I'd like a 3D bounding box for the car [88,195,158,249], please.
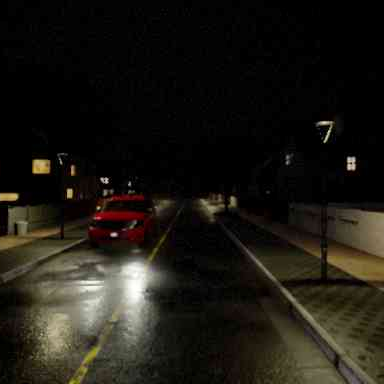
[{"bbox_3d":[-2.811,1.189,14.797,2.150,2.045,5.566,0,0,0],"label":"car"}]
